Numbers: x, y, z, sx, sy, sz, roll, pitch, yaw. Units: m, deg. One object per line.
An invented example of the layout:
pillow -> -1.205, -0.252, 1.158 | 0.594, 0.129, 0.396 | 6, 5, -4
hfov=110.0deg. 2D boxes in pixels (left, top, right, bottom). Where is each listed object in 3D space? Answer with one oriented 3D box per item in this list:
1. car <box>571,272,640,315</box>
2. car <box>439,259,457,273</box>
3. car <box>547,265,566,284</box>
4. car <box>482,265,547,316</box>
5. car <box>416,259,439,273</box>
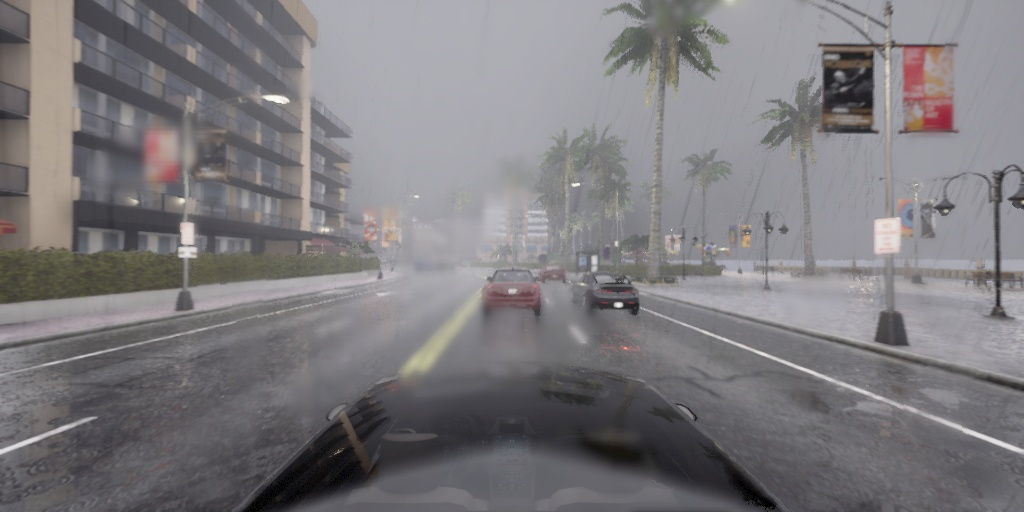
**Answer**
car -> 3.545, 1.376, 14.268 | 1.837, 1.490, 4.892 | 0, 0, 0
car -> -10.219, 1.491, 56.017 | 2.150, 2.045, 5.566 | 0, -1, -24
car -> 3.293, 1.501, 30.387 | 1.882, 1.535, 5.008 | 0, 0, -3
car -> 0.045, 1.220, 14.151 | 2.097, 1.767, 4.553 | 0, -1, 0
car -> -13.032, 1.469, 53.697 | 2.150, 2.045, 5.566 | 0, -1, -24
